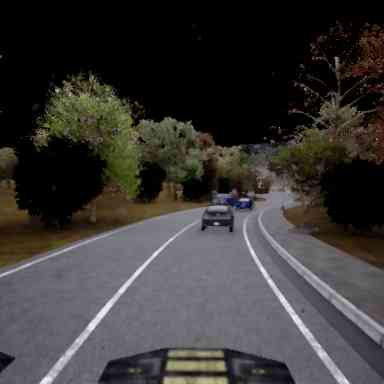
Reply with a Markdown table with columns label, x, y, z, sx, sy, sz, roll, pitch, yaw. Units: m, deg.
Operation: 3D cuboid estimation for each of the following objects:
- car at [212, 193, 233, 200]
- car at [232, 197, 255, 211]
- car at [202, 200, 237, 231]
| label | x | y | z | sx | sy | sz | roll | pitch | yaw |
| --- | --- | --- | --- | --- | --- | --- | --- | --- | --- |
| car | 4.394 | 1.152 | 46.386 | 2.150 | 2.045 | 5.566 | 2 | 0 | 20 |
| car | 6.861 | 1.503 | 42.215 | 1.882 | 1.535 | 5.008 | 2 | 0 | 18 |
| car | 1.691 | 1.491 | 20.638 | 1.837 | 1.490 | 4.892 | 1 | 0 | 8 |
